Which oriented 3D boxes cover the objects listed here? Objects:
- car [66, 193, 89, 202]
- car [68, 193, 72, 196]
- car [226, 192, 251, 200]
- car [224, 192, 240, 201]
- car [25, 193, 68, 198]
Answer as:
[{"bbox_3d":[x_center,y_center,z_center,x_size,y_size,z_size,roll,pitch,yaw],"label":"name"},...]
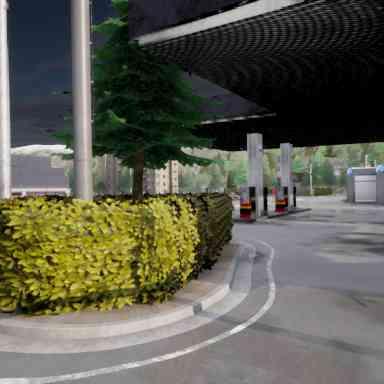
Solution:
[{"bbox_3d":[-22.857,1.103,66.482,4.605,1.855,1.932,-1,1,35],"label":"car"},{"bbox_3d":[-24.204,1.123,63.874,3.866,1.878,1.905,-1,1,35],"label":"car"},{"bbox_3d":[9.246,0.811,66.485,4.514,1.523,2.007,-1,1,35],"label":"car"},{"bbox_3d":[7.473,0.850,63.898,5.027,1.636,2.152,-1,1,35],"label":"car"},{"bbox_3d":[-14.746,1.183,33.582,3.866,1.878,1.905,-1,1,35],"label":"car"}]
